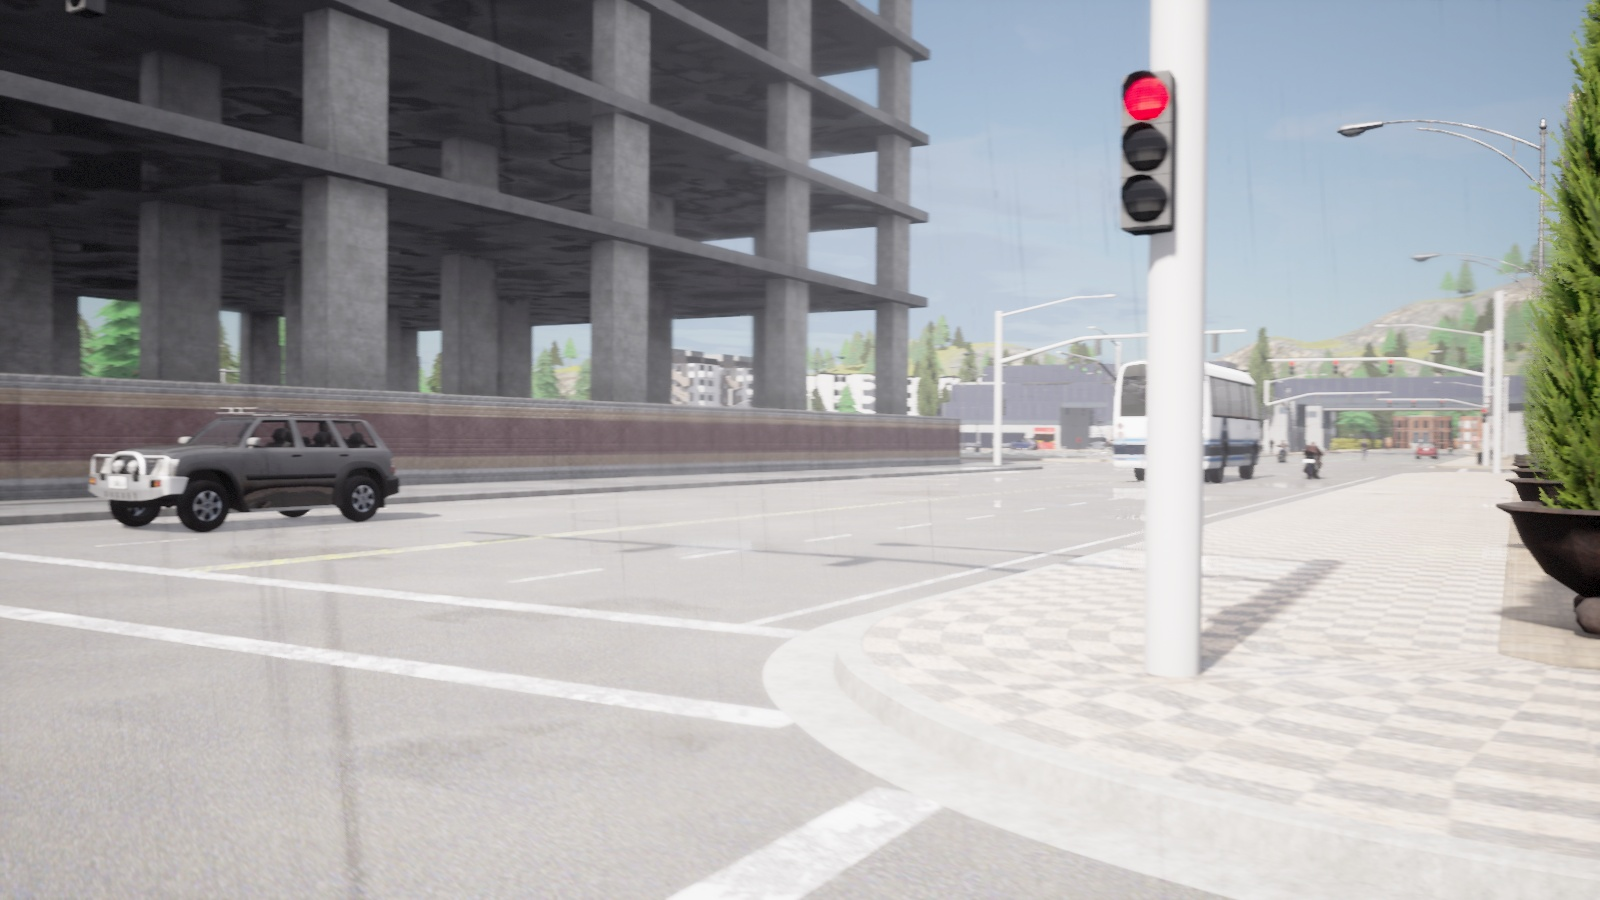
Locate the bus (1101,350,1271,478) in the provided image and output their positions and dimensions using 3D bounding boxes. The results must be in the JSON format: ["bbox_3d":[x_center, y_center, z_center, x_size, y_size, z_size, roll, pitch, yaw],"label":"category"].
[{"bbox_3d":[14.732,-1.259,47.108,3.944,4.253,10.273,0,1,30],"label":"bus"}]

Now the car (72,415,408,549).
[{"bbox_3d":[-8.710,0.421,19.981,1.932,1.855,4.605,0,1,30],"label":"car"}]

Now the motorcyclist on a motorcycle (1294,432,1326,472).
[{"bbox_3d":[20.103,0.081,49.471,0.866,1.530,2.191,0,1,30],"label":"motorcyclist on a motorcycle"}]
